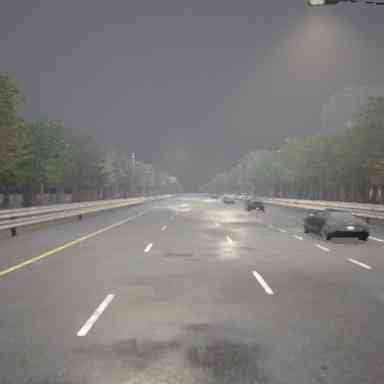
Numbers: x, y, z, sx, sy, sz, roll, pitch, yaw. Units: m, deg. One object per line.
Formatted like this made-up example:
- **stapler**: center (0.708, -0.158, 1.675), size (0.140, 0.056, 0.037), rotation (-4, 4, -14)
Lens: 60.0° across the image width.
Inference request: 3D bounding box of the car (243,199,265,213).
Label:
- **car**: center (7.014, 1.520, 37.919), size (1.837, 1.490, 4.892), rotation (0, 0, 0)

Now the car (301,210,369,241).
- **car**: center (7.002, 1.567, 16.694), size (1.994, 1.385, 4.181), rotation (0, 0, 0)

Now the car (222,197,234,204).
- **car**: center (7.096, 1.613, 65.466), size (1.994, 1.385, 4.181), rotation (0, 0, 0)
